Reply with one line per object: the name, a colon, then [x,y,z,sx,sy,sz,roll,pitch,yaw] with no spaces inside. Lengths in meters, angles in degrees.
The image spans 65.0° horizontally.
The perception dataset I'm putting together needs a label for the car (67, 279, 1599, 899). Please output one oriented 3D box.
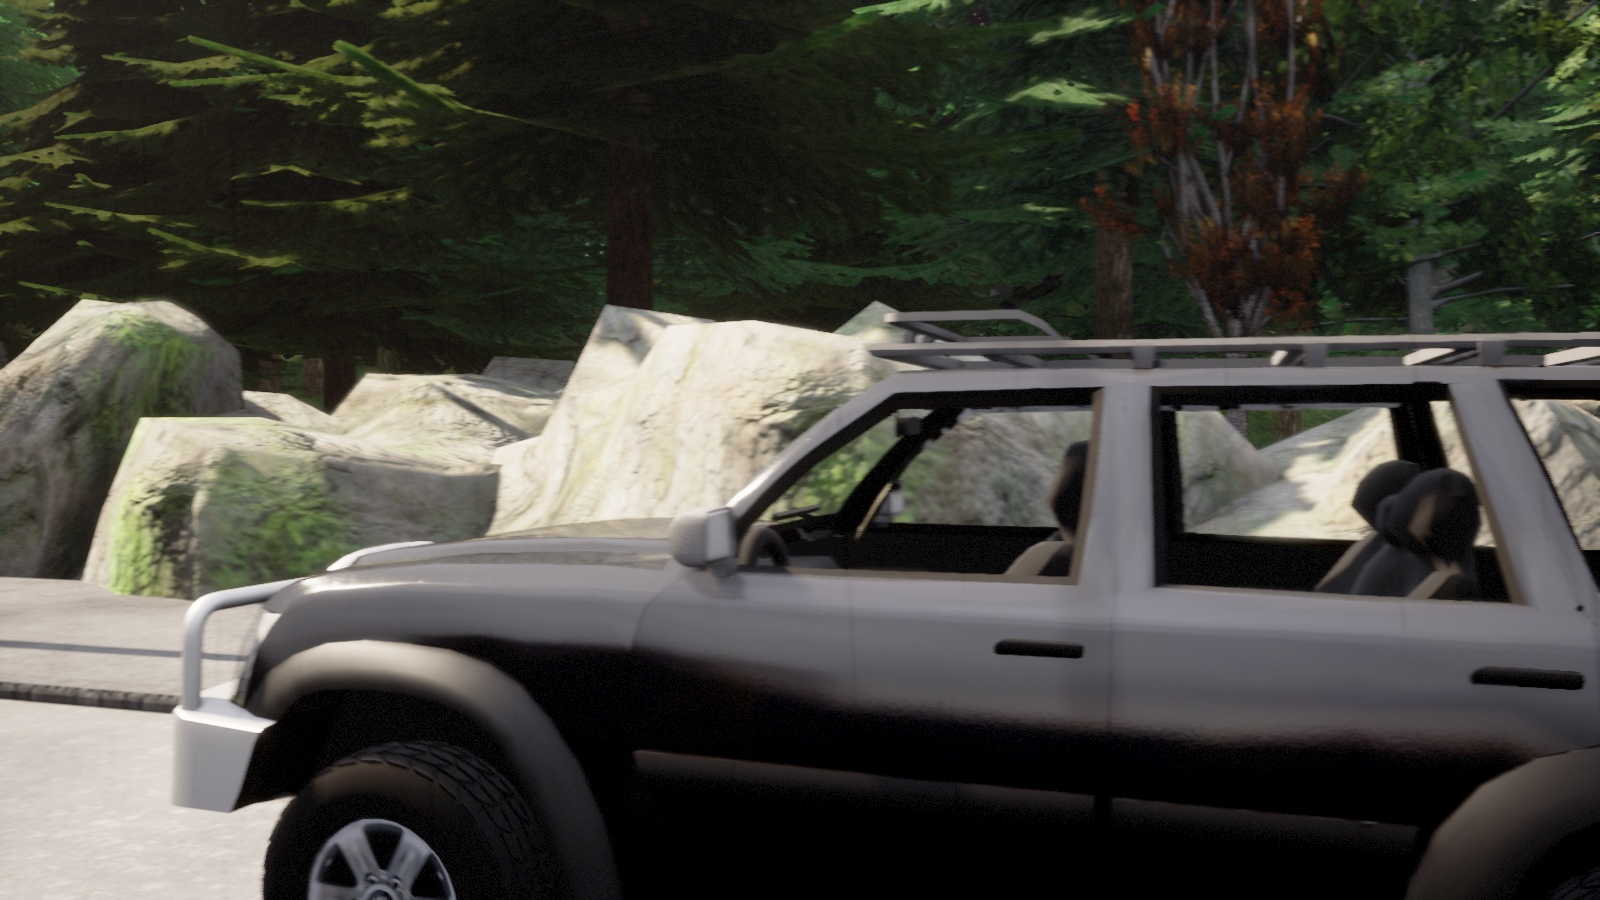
car: [0.532,0.590,3.539,4.605,1.855,1.932,1,1,19]
